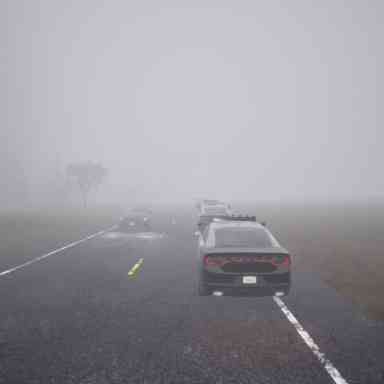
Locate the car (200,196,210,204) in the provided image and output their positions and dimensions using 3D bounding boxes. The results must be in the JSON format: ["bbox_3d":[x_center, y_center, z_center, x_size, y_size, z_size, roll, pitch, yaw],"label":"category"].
[{"bbox_3d":[2.564,1.506,65.333,1.812,1.442,4.674,0,0,5],"label":"car"}]

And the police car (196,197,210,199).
[{"bbox_3d":[1.430,1.425,24.694,1.930,1.638,5.238,0,0,2],"label":"police car"}]

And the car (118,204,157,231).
[{"bbox_3d":[-3.306,1.526,20.954,1.812,1.442,4.674,0,0,2],"label":"car"}]

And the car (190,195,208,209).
[{"bbox_3d":[1.281,1.541,45.496,2.033,1.411,5.357,0,0,4],"label":"car"}]

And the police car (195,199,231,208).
[{"bbox_3d":[1.270,1.426,18.716,1.930,1.638,5.238,0,0,1],"label":"police car"}]

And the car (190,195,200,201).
[{"bbox_3d":[0.759,1.528,83.608,1.994,1.385,4.181,0,0,6],"label":"car"}]

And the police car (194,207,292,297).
[{"bbox_3d":[1.098,1.426,8.751,1.930,1.638,5.238,0,0,1],"label":"police car"}]
